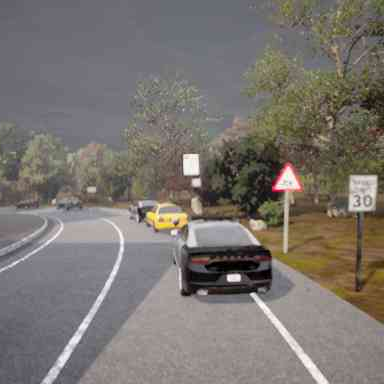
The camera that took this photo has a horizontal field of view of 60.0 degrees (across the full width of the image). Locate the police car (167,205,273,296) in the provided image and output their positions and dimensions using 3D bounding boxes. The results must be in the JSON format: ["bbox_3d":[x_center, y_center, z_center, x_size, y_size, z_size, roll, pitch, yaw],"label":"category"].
[{"bbox_3d":[0.501,1.387,8.804,1.930,1.638,5.238,-1,0,-6],"label":"police car"}]

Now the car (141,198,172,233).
[{"bbox_3d":[-1.533,1.350,19.130,1.801,1.575,5.366,-2,1,-16],"label":"car"}]

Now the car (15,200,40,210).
[{"bbox_3d":[-26.504,1.987,53.295,5.008,1.535,1.882,-3,3,35],"label":"car"}]

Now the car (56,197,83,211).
[{"bbox_3d":[-16.318,1.467,44.009,2.097,1.767,4.553,-5,2,-42],"label":"car"}]

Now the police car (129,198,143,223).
[{"bbox_3d":[-3.501,1.298,25.001,1.930,1.638,5.238,-2,1,-21],"label":"police car"}]
